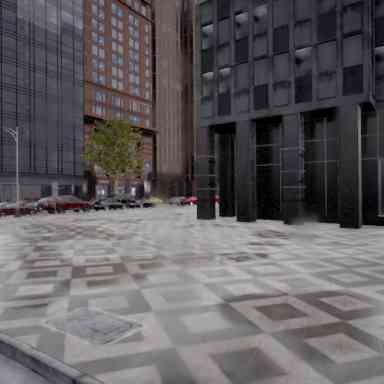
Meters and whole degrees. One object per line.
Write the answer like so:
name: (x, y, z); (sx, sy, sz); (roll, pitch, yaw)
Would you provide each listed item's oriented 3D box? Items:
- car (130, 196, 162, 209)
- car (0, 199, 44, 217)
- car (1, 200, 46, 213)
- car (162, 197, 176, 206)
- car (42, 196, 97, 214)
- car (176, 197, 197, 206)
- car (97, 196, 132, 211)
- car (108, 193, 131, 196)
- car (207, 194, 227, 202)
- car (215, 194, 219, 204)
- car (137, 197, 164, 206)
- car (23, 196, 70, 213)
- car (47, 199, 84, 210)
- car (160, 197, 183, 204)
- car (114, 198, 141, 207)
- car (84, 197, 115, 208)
car: (-6.435, 1.509, 43.778); (1.947, 1.339, 4.313); (-1, 0, 35)
car: (-16.055, 1.577, 29.864); (1.802, 1.307, 4.206); (-1, 0, 35)
car: (-19.858, 1.643, 39.354); (1.947, 1.339, 4.313); (-1, 0, 35)
car: (-2.029, 1.496, 54.748); (2.033, 1.411, 5.357); (-1, 0, 35)
car: (-12.850, 1.290, 34.504); (2.192, 1.841, 5.009); (-1, 0, 35)
car: (-0.021, 1.462, 53.055); (1.887, 1.381, 4.507); (-1, 0, 35)
car: (-9.641, 1.525, 39.141); (1.947, 1.339, 4.313); (-1, 0, 35)
car: (-10.951, 1.232, 47.384); (2.150, 2.045, 5.566); (-1, 0, 35)
car: (5.799, 1.296, 76.463); (2.192, 1.841, 5.009); (-1, 0, 35)
car: (3.184, 1.222, 57.694); (2.192, 1.841, 5.009); (-1, 0, 35)
car: (-7.126, 1.545, 57.767); (1.752, 1.417, 4.829); (-1, 0, 35)
car: (-16.872, 1.392, 38.831); (2.097, 1.767, 4.553); (-1, 0, 35)
car: (-16.651, 1.642, 43.992); (1.802, 1.307, 4.206); (-1, 0, 35)
car: (-3.821, 1.574, 62.547); (1.947, 1.339, 4.313); (-1, 0, 35)
car: (-10.236, 1.613, 53.269); (1.802, 1.307, 4.206); (-1, 0, 35)
car: (-13.445, 1.485, 48.631); (1.967, 1.590, 4.097); (-1, 0, 35)
